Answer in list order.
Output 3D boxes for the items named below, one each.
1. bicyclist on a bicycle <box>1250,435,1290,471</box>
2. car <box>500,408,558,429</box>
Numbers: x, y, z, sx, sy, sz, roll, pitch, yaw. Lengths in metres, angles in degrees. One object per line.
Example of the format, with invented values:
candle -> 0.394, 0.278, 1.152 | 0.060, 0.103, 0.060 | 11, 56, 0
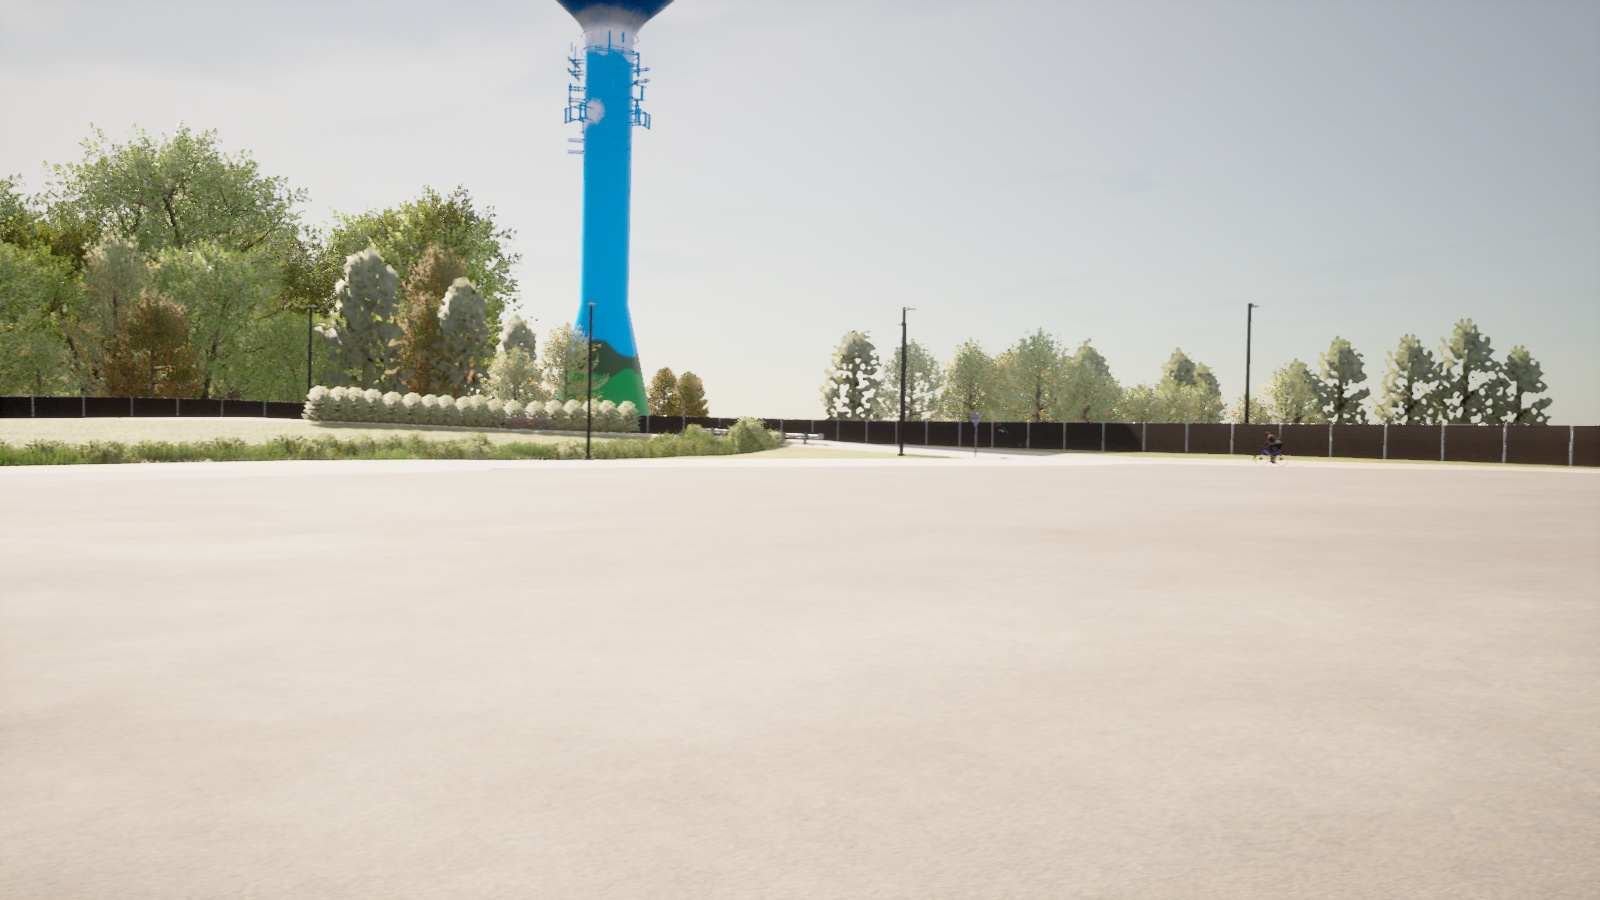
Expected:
bicyclist on a bicycle -> 21.894, 0.129, 58.539 | 0.582, 1.620, 1.656 | 1, 0, -45
car -> -20.797, -2.409, 96.422 | 4.181, 1.385, 1.994 | 3, 1, -10
